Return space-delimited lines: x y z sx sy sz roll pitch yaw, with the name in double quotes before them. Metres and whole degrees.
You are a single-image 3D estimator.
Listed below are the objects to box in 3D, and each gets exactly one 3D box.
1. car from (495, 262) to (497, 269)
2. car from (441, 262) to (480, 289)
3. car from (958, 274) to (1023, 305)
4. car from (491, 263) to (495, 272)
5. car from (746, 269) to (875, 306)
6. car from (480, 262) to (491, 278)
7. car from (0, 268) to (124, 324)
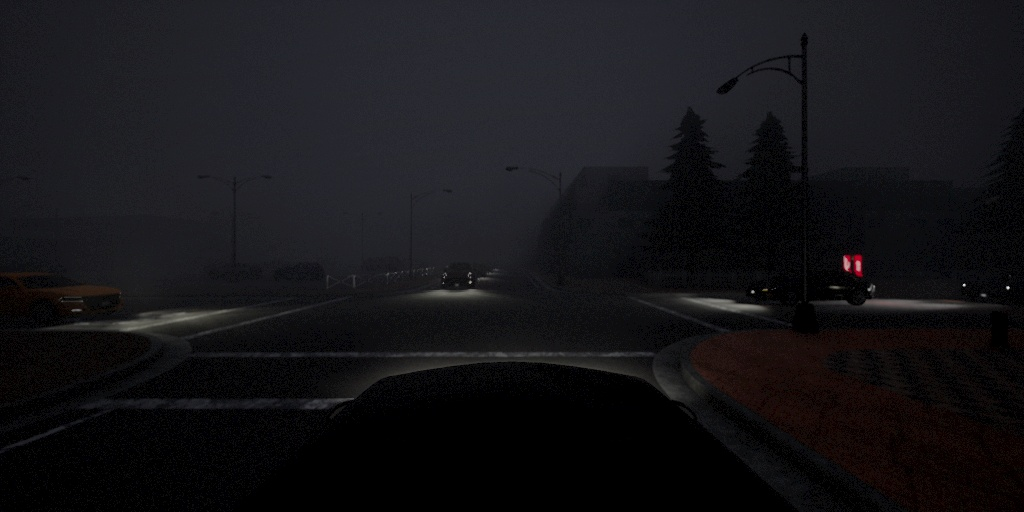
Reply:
"car" -3.593 1.636 63.588 1.895 1.301 4.718 0 0 0
"car" -3.483 1.197 24.125 2.097 1.767 4.553 0 0 -3
"car" 23.048 1.426 15.872 4.718 1.301 1.895 0 0 -1
"car" -3.652 1.475 48.202 1.812 1.442 4.674 0 0 0
"car" 12.973 1.330 15.753 4.892 1.490 1.837 0 0 -1
"car" -3.650 1.450 37.332 2.033 1.411 5.357 0 0 0
"car" -15.814 1.286 11.734 5.008 1.535 1.882 0 0 -1
